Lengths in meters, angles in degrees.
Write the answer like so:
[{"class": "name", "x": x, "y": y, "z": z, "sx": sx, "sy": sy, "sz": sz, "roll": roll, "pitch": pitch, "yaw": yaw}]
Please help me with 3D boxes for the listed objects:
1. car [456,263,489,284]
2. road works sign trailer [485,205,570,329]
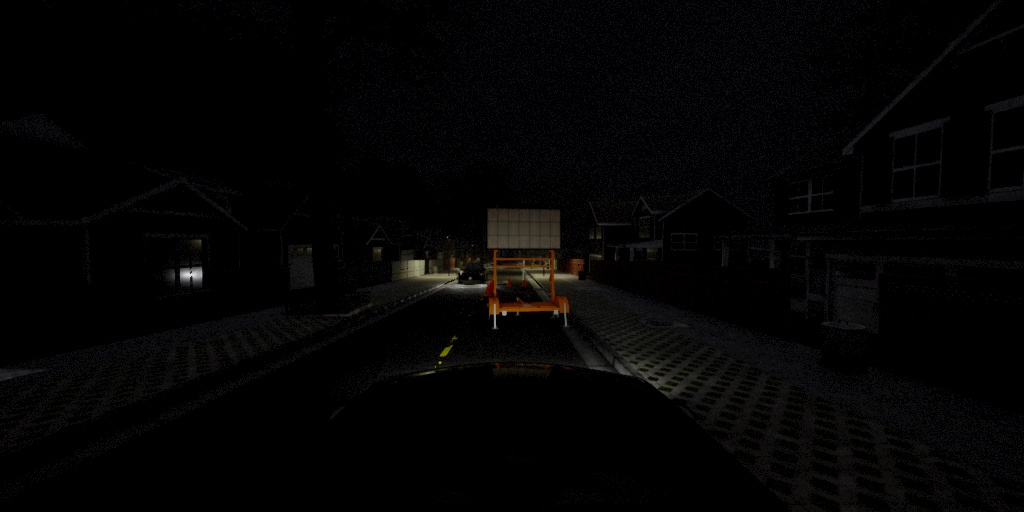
[{"class": "car", "x": -2.875, "y": 1.273, "z": 27.003, "sx": 1.812, "sy": 1.442, "sz": 4.674, "roll": 0, "pitch": 0, "yaw": 0}, {"class": "road works sign trailer", "x": 0.352, "y": 0.209, "z": 11.333, "sx": 2.380, "sy": 3.560, "sz": 2.880, "roll": 0, "pitch": 0, "yaw": -7}]
